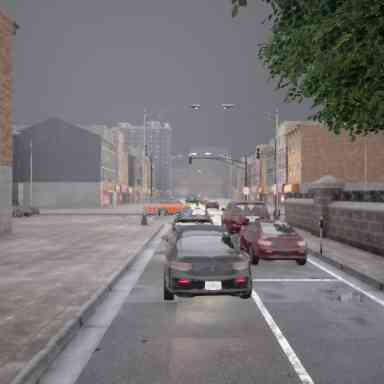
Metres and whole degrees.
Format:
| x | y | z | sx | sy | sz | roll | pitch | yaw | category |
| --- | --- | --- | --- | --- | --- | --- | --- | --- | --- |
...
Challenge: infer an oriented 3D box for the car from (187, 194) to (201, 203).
| x | y | z | sx | sy | sz | roll | pitch | yaw | category |
| --- | --- | --- | --- | --- | --- | --- | --- | --- | --- |
| 0.006 | 1.311 | 56.706 | 2.150 | 2.045 | 5.566 | 0 | 0 | 0 | car |

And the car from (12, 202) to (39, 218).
| x | y | z | sx | sy | sz | roll | pitch | yaw | category |
| --- | --- | --- | --- | --- | --- | --- | --- | --- | --- |
| -15.987 | 1.531 | 28.345 | 5.357 | 1.411 | 2.033 | 0 | -1 | 0 | car |

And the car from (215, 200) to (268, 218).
| x | y | z | sx | sy | sz | roll | pitch | yaw | category |
| --- | --- | --- | --- | --- | --- | --- | --- | --- | --- |
| 2.618 | 1.324 | 16.820 | 2.192 | 1.841 | 5.009 | 1 | 0 | 0 | car |

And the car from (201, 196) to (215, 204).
| x | y | z | sx | sy | sz | roll | pitch | yaw | category |
| --- | --- | --- | --- | --- | --- | --- | --- | --- | --- |
| 2.567 | 1.599 | 43.250 | 1.887 | 1.381 | 4.507 | 1 | 0 | 0 | car |

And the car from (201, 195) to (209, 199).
| x | y | z | sx | sy | sz | roll | pitch | yaw | category |
| --- | --- | --- | --- | --- | --- | --- | --- | --- | --- |
| 2.538 | 1.644 | 59.561 | 1.887 | 1.381 | 4.507 | 1 | 0 | 0 | car |

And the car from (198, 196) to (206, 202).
| x | y | z | sx | sy | sz | roll | pitch | yaw | category |
| --- | --- | --- | --- | --- | --- | --- | --- | --- | --- |
| 2.489 | 1.752 | 86.748 | 2.008 | 1.369 | 4.403 | 0 | 0 | 0 | car |

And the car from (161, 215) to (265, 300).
| x | y | z | sx | sy | sz | roll | pitch | yaw | category |
| --- | --- | --- | --- | --- | --- | --- | --- | --- | --- |
| 0.222 | 1.528 | 8.313 | 1.812 | 1.442 | 4.674 | 0 | 0 | -4 | car |

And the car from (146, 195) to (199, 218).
| x | y | z | sx | sy | sz | roll | pitch | yaw | category |
| --- | --- | --- | --- | --- | --- | --- | --- | --- | --- |
| -1.979 | 1.394 | 31.237 | 4.553 | 1.767 | 2.097 | 0 | -1 | -40 | car |

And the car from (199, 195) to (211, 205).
| x | y | z | sx | sy | sz | roll | pitch | yaw | category |
| --- | --- | --- | --- | --- | --- | --- | --- | --- | --- |
| 2.530 | 1.432 | 64.999 | 2.192 | 1.841 | 5.009 | 1 | 0 | 0 | car |

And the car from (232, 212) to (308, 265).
| x | y | z | sx | sy | sz | roll | pitch | yaw | category |
| --- | --- | --- | --- | --- | --- | --- | --- | --- | --- |
| 2.625 | 1.586 | 11.370 | 1.802 | 1.307 | 4.206 | 1 | 0 | 0 | car |

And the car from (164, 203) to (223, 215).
| x | y | z | sx | sy | sz | roll | pitch | yaw | category |
| --- | --- | --- | --- | --- | --- | --- | --- | --- | --- |
| 0.049 | 1.499 | 15.705 | 2.128 | 1.511 | 4.902 | 0 | 0 | 0 | car |

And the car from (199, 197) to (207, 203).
| x | y | z | sx | sy | sz | roll | pitch | yaw | category |
| --- | --- | --- | --- | --- | --- | --- | --- | --- | --- |
| 2.508 | 1.738 | 75.873 | 1.802 | 1.307 | 4.206 | 0 | 0 | 0 | car |
